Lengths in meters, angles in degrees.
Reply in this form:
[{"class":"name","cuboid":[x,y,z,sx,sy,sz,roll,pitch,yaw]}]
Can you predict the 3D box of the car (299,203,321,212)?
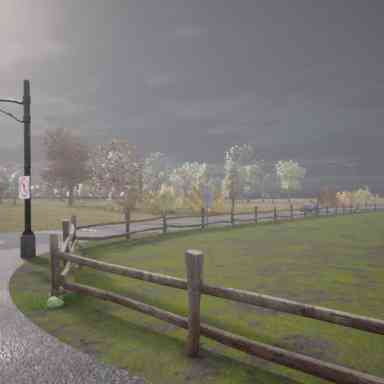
[{"class":"car","cuboid":[18.929,2.448,52.965,2.033,1.411,5.357,-1,-2,40]}]
